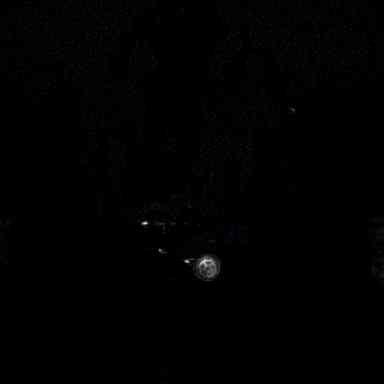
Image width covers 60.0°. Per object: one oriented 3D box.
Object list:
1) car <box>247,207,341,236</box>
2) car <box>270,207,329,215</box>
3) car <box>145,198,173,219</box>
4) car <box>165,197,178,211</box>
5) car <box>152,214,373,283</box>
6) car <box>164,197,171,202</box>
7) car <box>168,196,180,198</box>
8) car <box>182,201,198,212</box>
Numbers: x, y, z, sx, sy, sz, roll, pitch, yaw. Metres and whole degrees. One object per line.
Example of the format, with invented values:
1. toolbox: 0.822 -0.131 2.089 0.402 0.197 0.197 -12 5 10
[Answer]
1. car: 5.667 1.637 19.088 4.892 1.490 1.837 -1 0 7
2. car: 4.647 1.593 15.495 5.357 1.411 2.033 -1 -2 -1
3. car: -3.103 1.645 30.878 1.882 1.535 5.008 0 0 1
4. car: -3.225 1.772 42.447 2.033 1.411 5.357 0 0 -2
5. car: 1.674 1.445 8.724 5.357 1.411 2.033 -1 -2 -1
6. car: -6.670 2.017 90.198 1.752 1.417 4.829 1 0 -1
7. car: -3.420 1.864 60.551 2.033 1.411 5.357 0 0 -1
8. car: -0.273 1.786 42.750 1.994 1.385 4.181 0 0 -1
